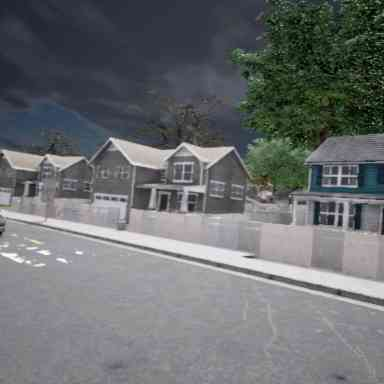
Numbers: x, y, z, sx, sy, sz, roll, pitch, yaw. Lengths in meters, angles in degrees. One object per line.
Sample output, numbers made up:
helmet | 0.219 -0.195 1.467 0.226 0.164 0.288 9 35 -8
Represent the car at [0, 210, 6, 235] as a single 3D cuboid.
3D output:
car | -10.377 1.129 15.612 4.902 1.511 2.128 2 -3 42
